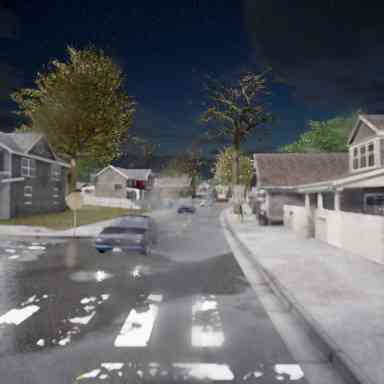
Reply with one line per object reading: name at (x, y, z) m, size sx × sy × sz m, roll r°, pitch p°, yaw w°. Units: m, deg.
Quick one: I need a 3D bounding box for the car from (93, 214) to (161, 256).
car at (-2.447, 1.667, 13.983) m, size 2.033 × 1.411 × 5.357 m, roll 2°, pitch -2°, yaw 2°

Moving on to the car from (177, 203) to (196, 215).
car at (-0.655, 2.079, 40.704) m, size 1.895 × 1.301 × 4.718 m, roll 0°, pitch -1°, yaw 6°

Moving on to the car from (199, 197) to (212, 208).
car at (2.861, 1.980, 67.240) m, size 2.150 × 2.045 × 5.566 m, roll 0°, pitch -1°, yaw 9°
